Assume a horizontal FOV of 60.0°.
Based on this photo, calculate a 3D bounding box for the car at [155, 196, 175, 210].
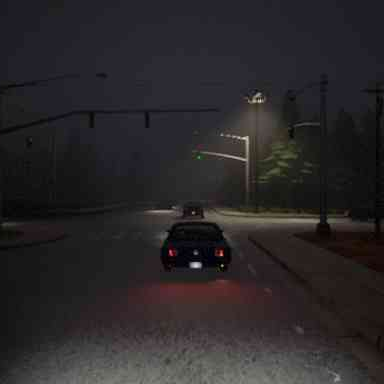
[{"bbox_3d":[-3.580,1.612,43.019,1.994,1.385,4.181,0,0,0],"label":"car"}]

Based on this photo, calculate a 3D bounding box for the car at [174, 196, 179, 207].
[{"bbox_3d":[-3.534,1.622,52.287,1.994,1.385,4.181,0,0,1],"label":"car"}]

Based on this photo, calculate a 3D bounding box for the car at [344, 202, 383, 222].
[{"bbox_3d":[14.776,1.549,26.562,4.902,1.511,2.128,0,0,1],"label":"car"}]

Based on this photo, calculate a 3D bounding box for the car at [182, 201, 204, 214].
[{"bbox_3d":[0.105,1.570,30.312,1.812,1.442,4.674,0,0,0],"label":"car"}]

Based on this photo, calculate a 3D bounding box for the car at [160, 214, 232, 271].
[{"bbox_3d":[0.105,1.614,10.881,1.895,1.301,4.718,0,0,0],"label":"car"}]

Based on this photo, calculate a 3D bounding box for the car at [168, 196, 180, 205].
[{"bbox_3d":[-3.402,1.547,62.592,1.882,1.535,5.008,0,0,1],"label":"car"}]
